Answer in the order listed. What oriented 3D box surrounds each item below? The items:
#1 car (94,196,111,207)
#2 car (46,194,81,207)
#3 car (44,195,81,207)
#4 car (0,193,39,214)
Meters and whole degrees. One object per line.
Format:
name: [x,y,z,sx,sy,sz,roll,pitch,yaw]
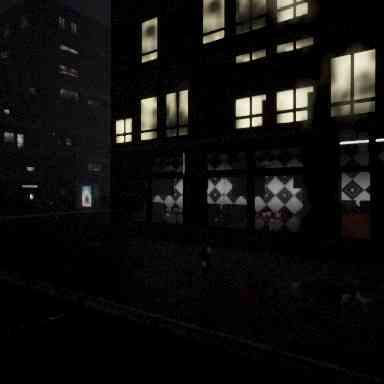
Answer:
car: [-9.754,1.072,38.170,1.947,1.339,4.313,1,2,35]
car: [-14.983,1.002,40.813,2.128,1.511,4.902,0,1,35]
car: [-16.660,1.074,42.917,1.802,1.307,4.206,1,2,35]
car: [-16.106,1.029,29.069,2.192,1.841,5.009,1,2,35]
